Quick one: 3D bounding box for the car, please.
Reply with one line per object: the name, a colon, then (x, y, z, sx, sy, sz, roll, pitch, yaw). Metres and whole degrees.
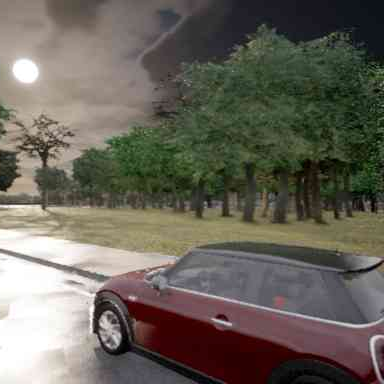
car: (0.544, 1.478, 4.651, 4.553, 1.767, 2.097, -1, -2, 41)
